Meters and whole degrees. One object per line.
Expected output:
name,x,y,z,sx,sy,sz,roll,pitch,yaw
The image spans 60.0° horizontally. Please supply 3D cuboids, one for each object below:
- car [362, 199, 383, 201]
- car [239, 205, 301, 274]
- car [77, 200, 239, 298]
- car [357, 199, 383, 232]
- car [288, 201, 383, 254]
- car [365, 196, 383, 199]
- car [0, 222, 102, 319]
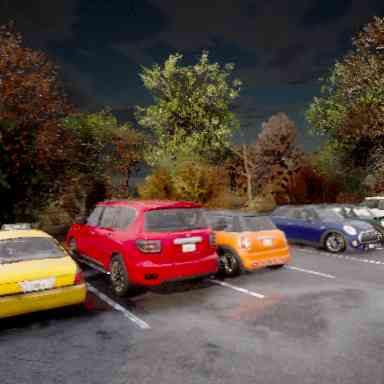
car,7.441,1.353,15.420,2.185,1.767,4.553,0,0,-36
car,0.781,1.354,10.585,2.185,1.767,4.553,0,0,-36
car,-1.621,1.229,8.942,2.435,2.045,5.566,0,0,-36
car,12.111,1.352,18.681,2.185,1.767,4.553,0,0,-36
car,5.175,1.353,13.801,2.185,1.767,4.553,0,0,-36
car,9.810,1.227,17.110,2.435,2.045,5.566,0,0,-36
car,-3.978,1.477,7.451,1.946,1.575,5.366,0,0,-36
